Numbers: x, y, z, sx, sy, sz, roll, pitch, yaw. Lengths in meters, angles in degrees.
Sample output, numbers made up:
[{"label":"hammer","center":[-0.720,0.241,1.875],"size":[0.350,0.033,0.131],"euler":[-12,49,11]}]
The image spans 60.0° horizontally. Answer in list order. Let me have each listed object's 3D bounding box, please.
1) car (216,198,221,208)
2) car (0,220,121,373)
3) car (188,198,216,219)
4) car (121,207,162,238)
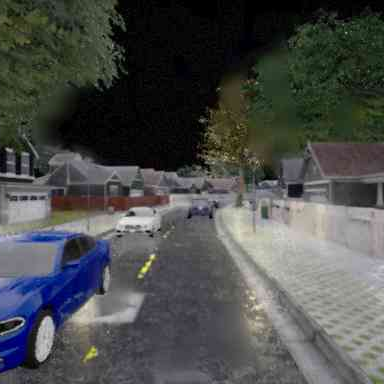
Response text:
[{"label":"car","center":[2.853,1.522,46.659],"size":[1.812,1.442,4.674],"euler":[0,0,9]},{"label":"car","center":[-2.828,1.481,5.954],"size":[1.882,1.535,5.008],"euler":[0,0,0]},{"label":"car","center":[0.827,1.356,29.765],"size":[2.097,1.767,4.553],"euler":[0,0,4]},{"label":"car","center":[-2.707,1.533,17.876],"size":[1.812,1.442,4.674],"euler":[0,0,2]}]
